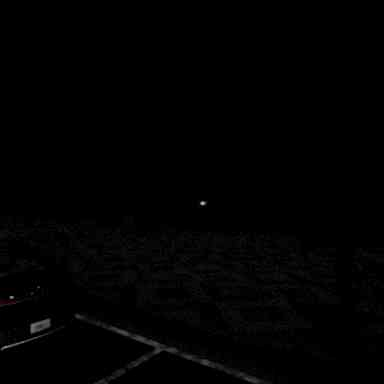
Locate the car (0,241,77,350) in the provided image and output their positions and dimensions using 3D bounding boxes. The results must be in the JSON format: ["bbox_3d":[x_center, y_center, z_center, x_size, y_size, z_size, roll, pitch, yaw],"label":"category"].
[{"bbox_3d":[-3.771,1.517,5.652,4.403,1.369,2.008,0,0,36],"label":"car"}]
